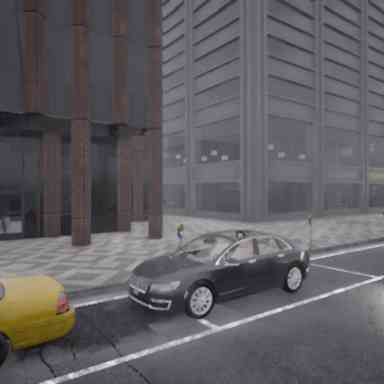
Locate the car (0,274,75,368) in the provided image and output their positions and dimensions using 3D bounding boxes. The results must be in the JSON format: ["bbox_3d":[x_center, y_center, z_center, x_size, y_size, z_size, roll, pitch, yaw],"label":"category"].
[{"bbox_3d":[-3.936,1.527,3.831,4.829,1.417,1.752,0,0,-36],"label":"car"}]

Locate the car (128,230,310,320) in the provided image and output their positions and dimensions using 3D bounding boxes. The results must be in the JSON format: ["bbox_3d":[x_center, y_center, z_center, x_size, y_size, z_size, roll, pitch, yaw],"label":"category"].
[{"bbox_3d":[0.768,1.545,7.235,4.403,1.369,2.008,0,0,-36],"label":"car"}]
